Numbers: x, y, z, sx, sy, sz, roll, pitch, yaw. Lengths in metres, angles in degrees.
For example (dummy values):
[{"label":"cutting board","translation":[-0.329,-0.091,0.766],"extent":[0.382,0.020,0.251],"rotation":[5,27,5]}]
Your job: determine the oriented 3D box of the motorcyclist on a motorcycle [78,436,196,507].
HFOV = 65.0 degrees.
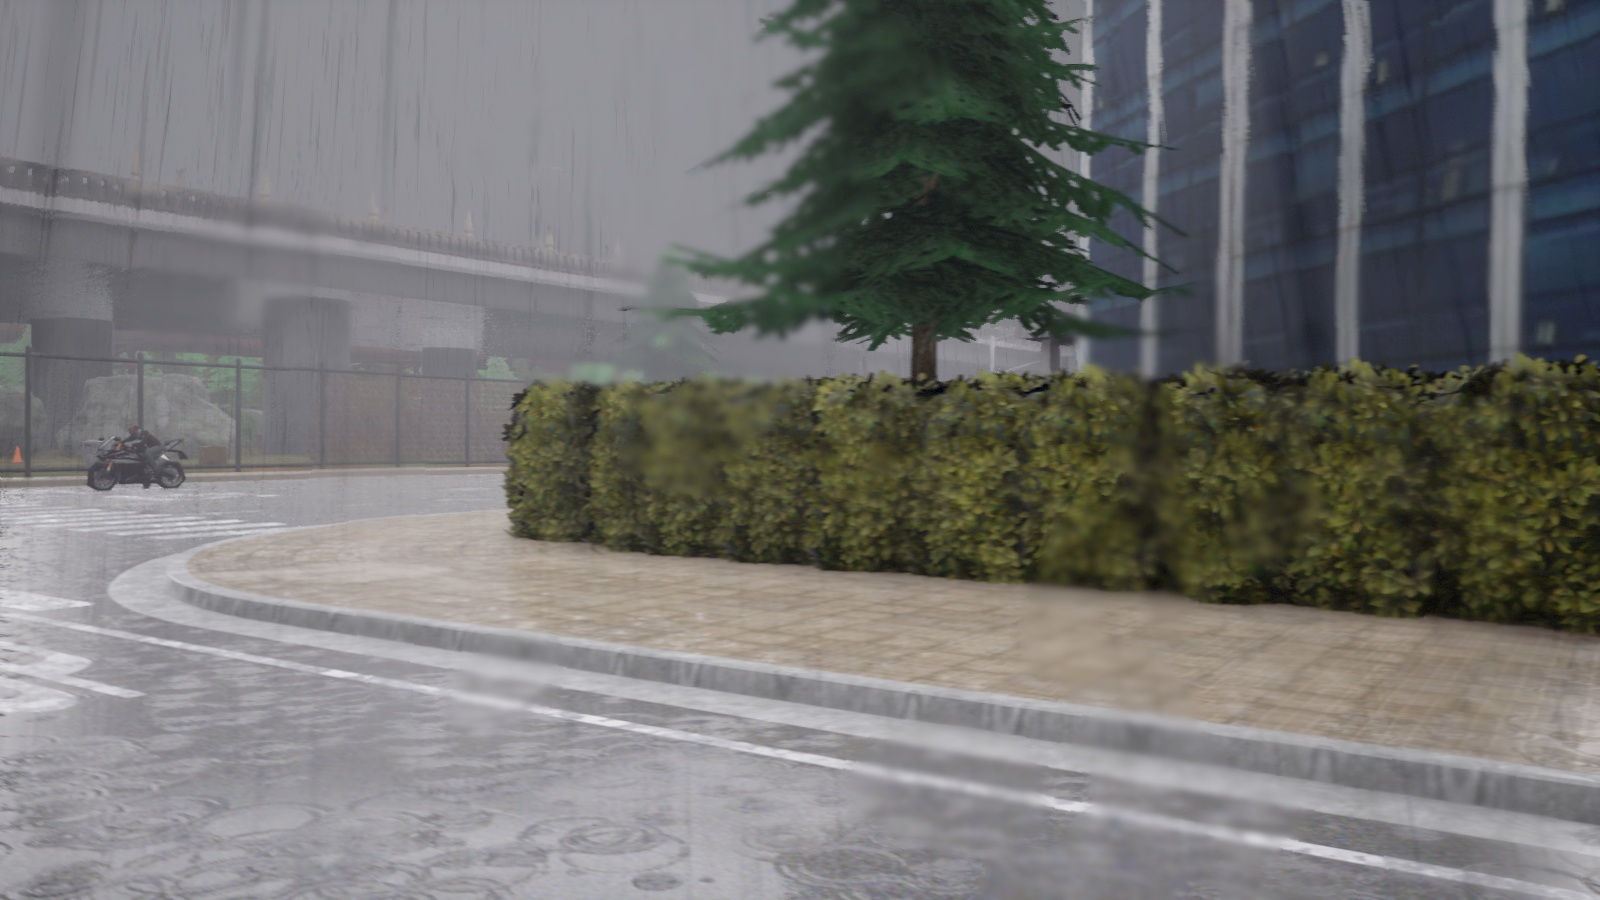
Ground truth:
[{"label":"motorcyclist on a motorcycle","translation":[-15.002,0.458,28.469],"extent":[0.866,1.530,2.191],"rotation":[0,1,34]}]
